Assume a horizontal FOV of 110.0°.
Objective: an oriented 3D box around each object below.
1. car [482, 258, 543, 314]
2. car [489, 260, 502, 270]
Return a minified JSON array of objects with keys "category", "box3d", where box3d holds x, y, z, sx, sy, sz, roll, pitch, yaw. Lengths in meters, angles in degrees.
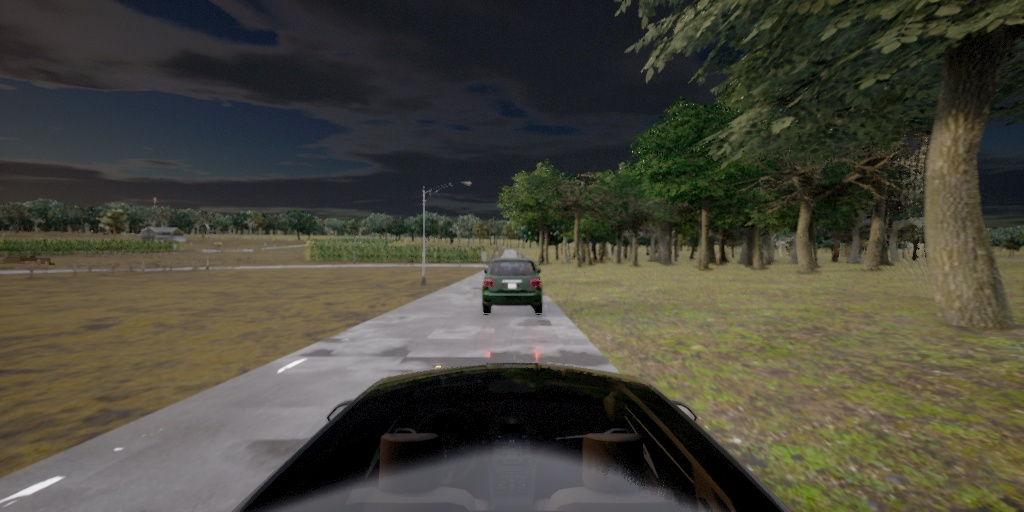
[{"category":"car","box3d":[0.026,1.079,14.421,2.150,2.045,5.566,0,0,0]},{"category":"car","box3d":[-2.738,1.518,61.469,1.882,1.535,5.008,0,0,1]}]
